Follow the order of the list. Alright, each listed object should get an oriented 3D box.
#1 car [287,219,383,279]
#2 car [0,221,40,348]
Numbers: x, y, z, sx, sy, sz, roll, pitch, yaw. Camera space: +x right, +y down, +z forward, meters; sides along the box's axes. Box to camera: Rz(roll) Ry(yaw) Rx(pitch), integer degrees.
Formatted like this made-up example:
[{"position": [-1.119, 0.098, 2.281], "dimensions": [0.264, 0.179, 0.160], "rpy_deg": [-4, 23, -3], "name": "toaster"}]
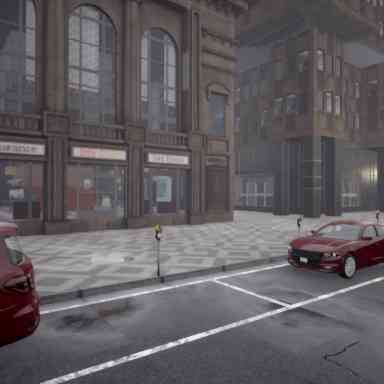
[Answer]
[{"position": [4.770, 1.546, 10.074], "dimensions": [4.507, 1.381, 1.887], "rpy_deg": [0, 0, -36], "name": "car"}, {"position": [-4.335, 1.315, 3.546], "dimensions": [5.009, 1.841, 2.192], "rpy_deg": [0, 0, -36], "name": "car"}]
